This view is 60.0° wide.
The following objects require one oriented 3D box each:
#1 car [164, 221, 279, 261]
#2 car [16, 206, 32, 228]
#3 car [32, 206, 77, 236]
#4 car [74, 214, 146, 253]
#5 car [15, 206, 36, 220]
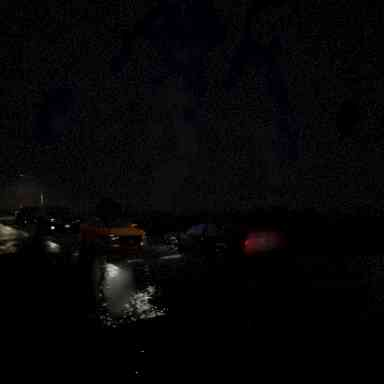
[{"bbox_3d":[0.978,1.900,13.862,2.033,1.411,5.357,1,-3,-39],"label":"car"},{"bbox_3d":[-16.369,2.481,33.861,2.150,2.045,5.566,1,-3,-35],"label":"car"},{"bbox_3d":[-10.166,2.091,25.126,2.150,2.045,5.566,1,-3,-36],"label":"car"},{"bbox_3d":[-4.014,1.966,16.445,1.882,1.535,5.008,1,-3,-35],"label":"car"},{"bbox_3d":[-27.096,3.354,53.999,2.150,2.045,5.566,1,-3,-36],"label":"car"}]
